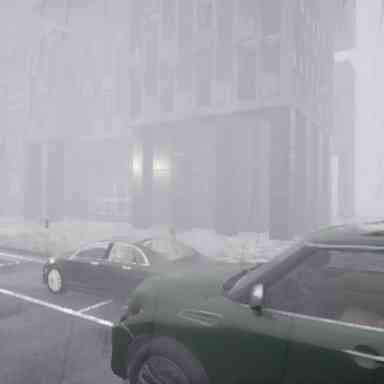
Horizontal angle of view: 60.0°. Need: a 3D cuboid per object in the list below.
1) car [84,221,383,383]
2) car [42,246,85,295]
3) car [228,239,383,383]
[{"bbox_3d":[1.785,1.282,2.963,5.566,2.045,2.150,0,-1,33],"label":"car"},{"bbox_3d":[-1.525,1.632,7.399,4.403,1.369,2.008,0,-1,33],"label":"car"},{"bbox_3d":[3.047,1.615,4.404,4.829,1.417,1.752,0,-1,33],"label":"car"}]
